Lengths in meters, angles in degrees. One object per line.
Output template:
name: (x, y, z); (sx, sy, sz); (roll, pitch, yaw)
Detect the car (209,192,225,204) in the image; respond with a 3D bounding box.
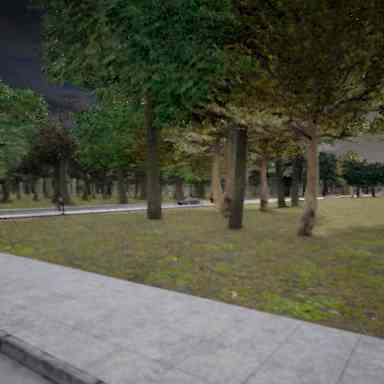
car: (5.242, 1.050, 60.166); (2.150, 2.045, 5.566); (0, 0, 36)

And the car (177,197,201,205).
car: (-0.434, 1.395, 52.146); (1.994, 1.385, 4.181); (0, 0, 36)

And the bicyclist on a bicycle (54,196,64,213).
bicyclist on a bicycle: (-12.230, 1.165, 30.577); (1.656, 1.620, 0.582); (0, 0, 36)
